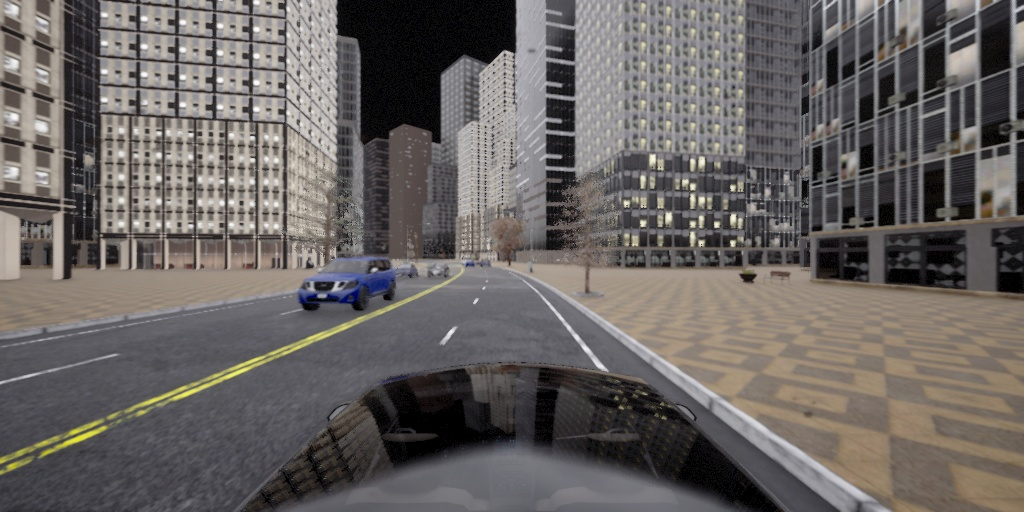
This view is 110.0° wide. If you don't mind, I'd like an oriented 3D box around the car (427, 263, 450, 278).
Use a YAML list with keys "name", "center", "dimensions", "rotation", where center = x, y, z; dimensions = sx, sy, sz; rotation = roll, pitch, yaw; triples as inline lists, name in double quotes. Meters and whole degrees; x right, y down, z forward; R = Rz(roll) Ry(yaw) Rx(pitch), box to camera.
- name: "car"
  center: [-7.425, 1.440, 36.665]
  dimensions: [2.128, 1.511, 4.902]
  rotation: [0, 0, -3]

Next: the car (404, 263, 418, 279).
- name: "car"
  center: [-10.647, 1.468, 36.068]
  dimensions: [1.812, 1.442, 4.674]
  rotation: [0, -1, -3]

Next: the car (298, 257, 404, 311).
- name: "car"
  center: [-6.636, 1.050, 15.257]
  dimensions: [2.150, 2.045, 5.566]
  rotation: [0, 0, 0]
